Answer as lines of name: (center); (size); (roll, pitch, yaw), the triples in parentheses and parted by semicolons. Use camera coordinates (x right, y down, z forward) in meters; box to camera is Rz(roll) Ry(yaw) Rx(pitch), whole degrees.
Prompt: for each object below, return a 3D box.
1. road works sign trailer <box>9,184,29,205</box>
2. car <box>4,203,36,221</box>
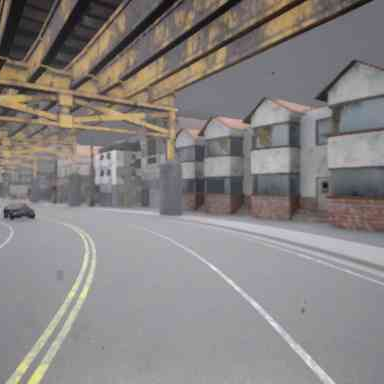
road works sign trailer: (-25.291, 0.667, 48.499); (2.380, 3.560, 2.880); (-1, 0, -37)
car: (-15.020, 1.664, 28.858); (2.033, 1.411, 5.357); (-1, 0, -37)
